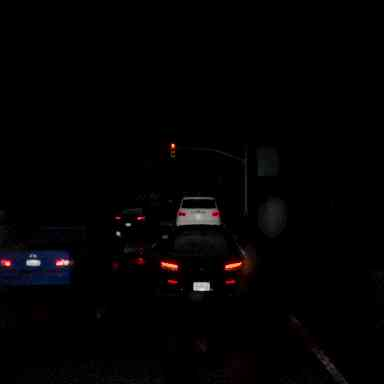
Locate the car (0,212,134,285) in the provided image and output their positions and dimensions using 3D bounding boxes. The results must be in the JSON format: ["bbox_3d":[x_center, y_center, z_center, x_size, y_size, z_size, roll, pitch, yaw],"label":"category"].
[{"bbox_3d":[-3.288,1.532,9.503,2.033,1.411,5.357,0,0,1],"label":"car"}]

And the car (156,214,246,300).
[{"bbox_3d":[0.201,1.514,8.230,1.812,1.442,4.674,0,0,1],"label":"car"}]

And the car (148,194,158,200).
[{"bbox_3d":[-9.062,1.126,77.949,1.812,1.442,4.674,0,1,1],"label":"car"}]

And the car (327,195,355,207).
[{"bbox_3d":[20.295,1.189,44.019,4.553,1.767,2.097,0,0,-2],"label":"car"}]

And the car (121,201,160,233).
[{"bbox_3d":[-3.121,1.476,19.159,1.812,1.442,4.674,0,0,3],"label":"car"}]

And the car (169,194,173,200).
[{"bbox_3d":[-5.561,1.153,77.954,1.994,1.385,4.181,0,1,1],"label":"car"}]

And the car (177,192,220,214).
[{"bbox_3d":[0.358,1.178,17.966,2.150,2.045,5.566,0,0,1],"label":"car"}]

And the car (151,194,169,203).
[{"bbox_3d":[-5.927,1.230,62.395,1.882,1.535,5.008,0,0,2],"label":"car"}]

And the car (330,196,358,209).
[{"bbox_3d":[19.811,1.454,40.503,4.718,1.301,1.895,0,0,-2],"label":"car"}]

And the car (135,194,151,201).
[{"bbox_3d":[-9.423,1.279,62.380,1.812,1.442,4.674,0,0,2],"label":"car"}]

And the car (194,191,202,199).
[{"bbox_3d":[1.608,0.784,87.201,2.097,1.767,4.553,0,1,1],"label":"car"}]
